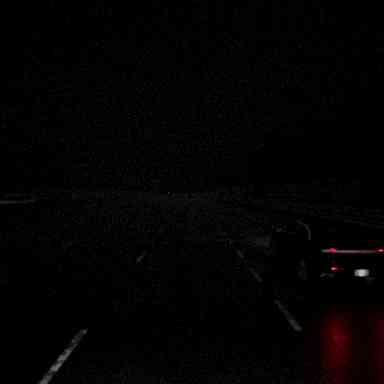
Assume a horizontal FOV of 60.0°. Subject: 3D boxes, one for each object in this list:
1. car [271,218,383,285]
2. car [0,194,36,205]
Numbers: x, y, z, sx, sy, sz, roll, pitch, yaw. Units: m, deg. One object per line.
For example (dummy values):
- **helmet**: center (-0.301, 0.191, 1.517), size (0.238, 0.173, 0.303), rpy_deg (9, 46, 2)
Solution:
- **car**: center (3.596, 1.493, 9.477), size (2.128, 1.511, 4.902), rpy_deg (0, 0, 0)
- **car**: center (-17.524, 1.199, 32.932), size (2.150, 2.045, 5.566), rpy_deg (0, 0, 0)
